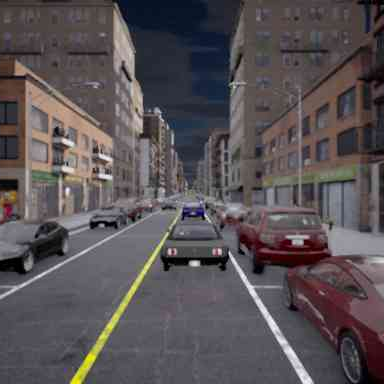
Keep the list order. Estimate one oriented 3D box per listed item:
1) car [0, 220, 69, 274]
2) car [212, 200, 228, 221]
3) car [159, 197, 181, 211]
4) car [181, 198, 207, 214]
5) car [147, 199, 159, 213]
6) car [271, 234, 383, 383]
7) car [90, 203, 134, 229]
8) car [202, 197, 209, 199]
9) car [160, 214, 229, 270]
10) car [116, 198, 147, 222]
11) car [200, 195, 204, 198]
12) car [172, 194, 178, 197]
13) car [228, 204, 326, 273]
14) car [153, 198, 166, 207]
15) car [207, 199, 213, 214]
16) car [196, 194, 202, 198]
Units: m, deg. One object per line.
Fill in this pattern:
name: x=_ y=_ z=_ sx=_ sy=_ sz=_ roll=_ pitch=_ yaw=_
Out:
car: x=-5.387 y=1.600 z=10.690 sx=1.947 sy=1.339 sz=4.313 roll=0 pitch=0 yaw=0
car: x=2.638 y=1.508 z=22.058 sx=1.967 sy=1.590 sz=4.097 roll=0 pitch=0 yaw=0
car: x=-2.843 y=1.676 z=42.373 sx=2.033 sy=1.411 sz=5.357 roll=0 pitch=0 yaw=0
car: x=0.090 y=1.567 z=29.243 sx=1.882 sy=1.535 sz=5.008 roll=0 pitch=0 yaw=0
car: x=-5.387 y=1.559 z=39.099 sx=1.967 sy=1.590 sz=4.097 roll=0 pitch=0 yaw=0
car: x=2.638 y=1.599 z=5.014 sx=1.802 sy=1.307 sz=4.206 roll=0 pitch=0 yaw=0
car: x=-5.387 y=1.634 z=22.053 sx=1.947 sy=1.339 sz=4.313 roll=0 pitch=0 yaw=0
car: x=2.638 y=1.702 z=44.783 sx=1.947 sy=1.339 sz=4.313 roll=0 pitch=0 yaw=0
car: x=0.083 y=1.636 z=11.137 sx=1.895 sy=1.301 sz=4.718 roll=0 pitch=0 yaw=0
car: x=-5.387 y=1.400 z=27.736 sx=2.192 sy=1.841 sz=5.009 roll=0 pitch=0 yaw=0
car: x=2.638 y=1.694 z=56.315 sx=1.752 sy=1.417 sz=4.829 roll=0 pitch=0 yaw=0
car: x=-5.389 y=1.809 z=88.701 sx=2.008 sy=1.369 sz=4.403 roll=0 pitch=0 yaw=0
car: x=2.638 y=1.349 z=10.697 sx=2.192 sy=1.841 sz=5.009 roll=0 pitch=0 yaw=0
car: x=-5.387 y=1.751 z=56.144 sx=1.802 sy=1.307 sz=4.206 roll=0 pitch=0 yaw=0
car: x=2.638 y=1.653 z=33.420 sx=2.008 sy=1.369 sz=4.403 roll=0 pitch=0 yaw=0
car: x=2.640 y=1.823 z=94.108 sx=2.008 sy=1.369 sz=4.403 roll=0 pitch=0 yaw=0
